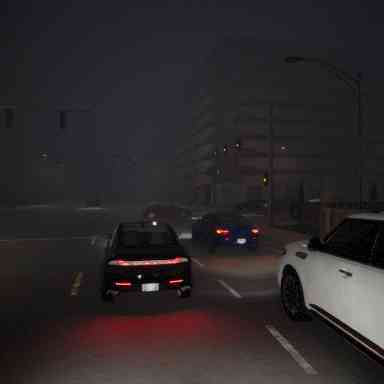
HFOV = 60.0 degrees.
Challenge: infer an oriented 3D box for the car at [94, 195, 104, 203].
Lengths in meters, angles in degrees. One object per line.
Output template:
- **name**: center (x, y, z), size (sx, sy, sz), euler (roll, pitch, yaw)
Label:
- **car**: center (-19.301, 1.478, 69.062), size (1.882, 1.535, 5.008), euler (0, 0, -14)

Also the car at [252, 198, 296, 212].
- **car**: center (9.099, 1.407, 34.591), size (4.553, 1.767, 2.097), euler (0, 0, -14)

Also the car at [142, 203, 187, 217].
- **car**: center (-2.116, 1.598, 28.005), size (4.181, 1.385, 1.994), euler (0, 0, -14)

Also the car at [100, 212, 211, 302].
- **car**: center (-1.212, 1.492, 8.335), size (2.128, 1.511, 4.902), euler (0, 0, -11)

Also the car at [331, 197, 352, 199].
- **car**: center (17.819, 1.581, 36.730), size (4.674, 1.442, 1.812), euler (0, 0, -14)

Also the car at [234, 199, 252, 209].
- **car**: center (7.065, 1.560, 37.692), size (4.892, 1.490, 1.837), euler (0, 0, -14)

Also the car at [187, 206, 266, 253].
- **car**: center (1.242, 1.526, 13.757), size (1.812, 1.442, 4.674), euler (0, 0, -12)

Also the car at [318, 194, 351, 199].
- **car**: center (16.638, 1.277, 40.051), size (5.566, 2.045, 2.150), euler (0, 0, -14)

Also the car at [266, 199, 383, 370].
- **car**: center (2.985, 1.221, 4.219), size (2.150, 2.045, 5.566), euler (0, 0, -7)

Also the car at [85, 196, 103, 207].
- **car**: center (-14.661, 1.564, 49.459), size (1.994, 1.385, 4.181), euler (0, 0, -13)
